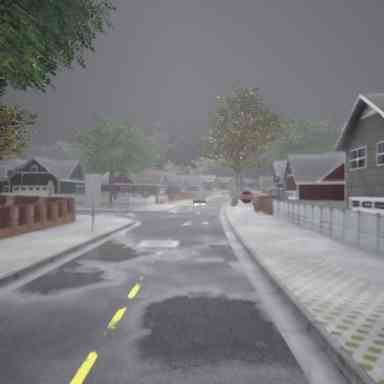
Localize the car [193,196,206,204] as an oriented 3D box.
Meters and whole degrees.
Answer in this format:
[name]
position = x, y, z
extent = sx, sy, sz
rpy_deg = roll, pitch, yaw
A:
[car]
position = 1.364, 1.357, 57.785
extent = 1.994, 1.385, 4.181
rpy_deg = 0, 1, 8
